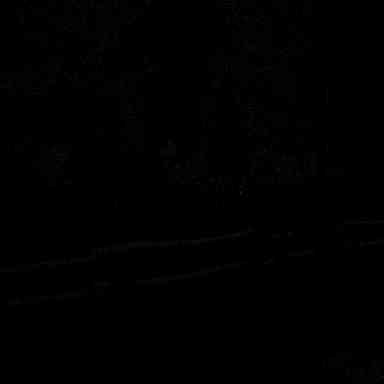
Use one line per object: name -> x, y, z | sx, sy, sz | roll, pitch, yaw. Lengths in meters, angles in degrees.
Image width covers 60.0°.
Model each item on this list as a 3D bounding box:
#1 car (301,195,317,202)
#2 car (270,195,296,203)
car -> 23.857, 1.301, 66.288 | 4.181, 1.385, 1.994 | 0, 0, 24
car -> 17.893, 1.440, 65.553 | 4.892, 1.490, 1.837 | -1, -1, 19
